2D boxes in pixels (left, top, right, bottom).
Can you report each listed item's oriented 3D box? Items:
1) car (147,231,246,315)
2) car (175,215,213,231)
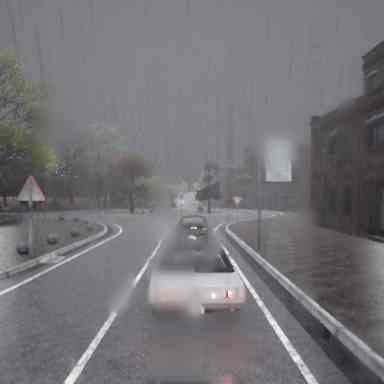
[{"bbox_3d":[0.070,1.965,8.450,1.895,1.301,4.718,0,-1,-1],"label":"car"},{"bbox_3d":[0.105,2.046,18.707,1.837,1.490,4.892,0,-1,2],"label":"car"}]
